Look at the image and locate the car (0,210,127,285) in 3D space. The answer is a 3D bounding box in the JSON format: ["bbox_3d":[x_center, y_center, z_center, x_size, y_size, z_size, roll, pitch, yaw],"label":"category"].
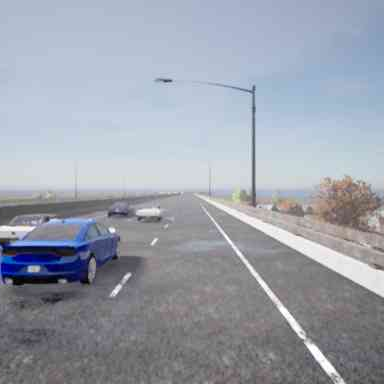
[{"bbox_3d":[-3.396,1.513,9.619,1.882,1.535,5.008,0,0,0],"label":"car"}]

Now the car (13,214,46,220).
[{"bbox_3d":[-6.894,1.655,15.142,1.895,1.301,4.718,0,0,0],"label":"car"}]

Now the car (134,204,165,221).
[{"bbox_3d":[-3.390,1.699,28.134,1.895,1.301,4.718,0,0,0],"label":"car"}]

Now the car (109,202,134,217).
[{"bbox_3d":[-6.888,1.678,32.767,1.994,1.385,4.181,0,0,0],"label":"car"}]
